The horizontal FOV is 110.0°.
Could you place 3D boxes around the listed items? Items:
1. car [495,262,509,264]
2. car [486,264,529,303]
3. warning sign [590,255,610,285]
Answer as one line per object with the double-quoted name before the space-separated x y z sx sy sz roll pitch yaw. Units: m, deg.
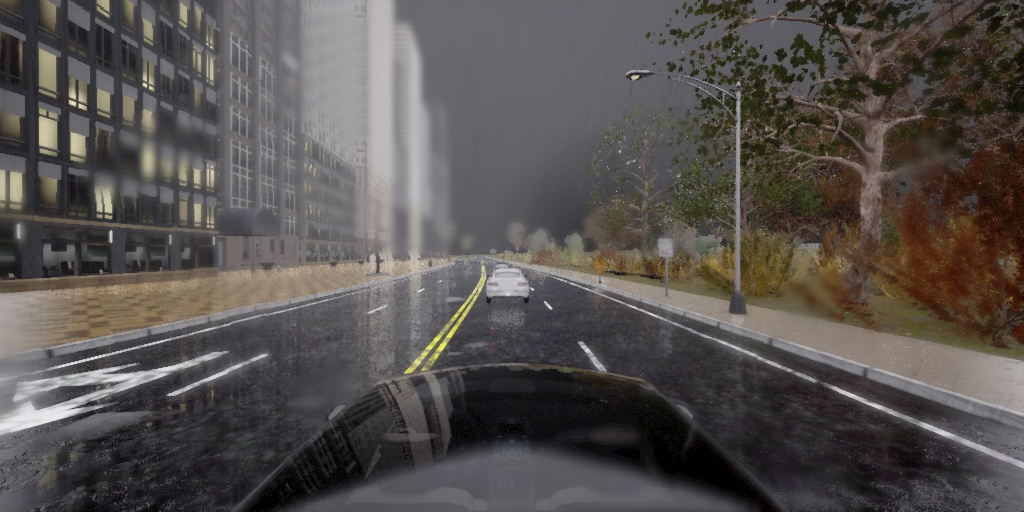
"car" -0.911 1.270 31.580 1.812 1.442 4.674 0 0 -3
"car" -0.227 1.279 16.547 1.812 1.442 4.674 0 0 -2
"warning sign" 5.642 0.856 22.983 1.300 1.860 1.060 0 0 -2
